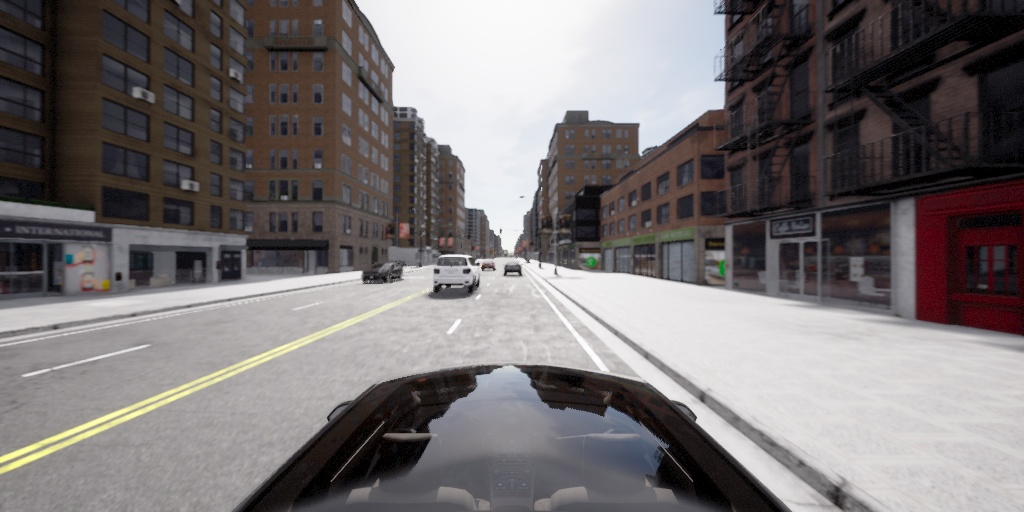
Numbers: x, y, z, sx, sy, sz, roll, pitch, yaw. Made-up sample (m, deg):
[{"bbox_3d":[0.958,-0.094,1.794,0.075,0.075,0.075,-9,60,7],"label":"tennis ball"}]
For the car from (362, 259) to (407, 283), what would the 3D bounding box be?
[{"bbox_3d":[-9.856,1.219,27.668,1.882,1.535,5.008,0,0,0],"label":"car"}]

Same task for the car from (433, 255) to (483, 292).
[{"bbox_3d":[-3.156,0.963,21.272,2.150,2.045,5.566,0,0,0],"label":"car"}]

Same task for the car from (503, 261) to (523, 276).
[{"bbox_3d":[0.090,1.238,37.104,1.837,1.490,4.892,0,0,0],"label":"car"}]

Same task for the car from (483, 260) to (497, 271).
[{"bbox_3d":[-3.223,1.255,48.854,1.812,1.442,4.674,0,0,0],"label":"car"}]
